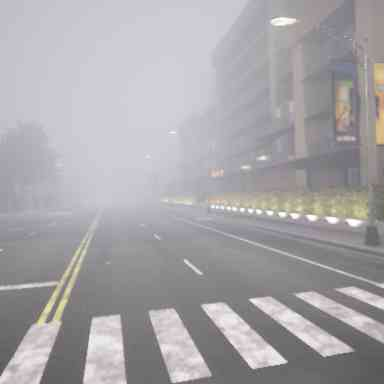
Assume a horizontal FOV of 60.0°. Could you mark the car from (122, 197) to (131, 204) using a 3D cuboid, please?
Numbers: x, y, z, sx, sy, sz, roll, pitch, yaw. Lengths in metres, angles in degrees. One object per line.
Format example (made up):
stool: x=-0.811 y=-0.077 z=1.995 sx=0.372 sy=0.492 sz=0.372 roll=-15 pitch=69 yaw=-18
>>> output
car: x=-15.836 y=1.952 z=80.251 sx=2.128 sy=1.511 sz=4.902 roll=-2 pitch=0 yaw=-14

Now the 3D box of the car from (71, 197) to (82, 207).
car: x=-23.663 y=2.385 z=68.347 sx=1.812 sy=1.442 sz=4.674 roll=-2 pitch=0 yaw=-14

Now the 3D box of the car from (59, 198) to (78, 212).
car: x=-19.661 y=2.205 z=52.182 sx=2.128 sy=1.511 sz=4.902 roll=-2 pitch=0 yaw=-14

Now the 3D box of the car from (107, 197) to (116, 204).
car: x=-19.230 y=2.023 z=79.395 sx=1.882 sy=1.535 sz=5.008 roll=-2 pitch=0 yaw=-14
